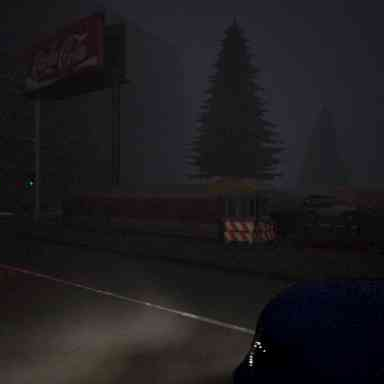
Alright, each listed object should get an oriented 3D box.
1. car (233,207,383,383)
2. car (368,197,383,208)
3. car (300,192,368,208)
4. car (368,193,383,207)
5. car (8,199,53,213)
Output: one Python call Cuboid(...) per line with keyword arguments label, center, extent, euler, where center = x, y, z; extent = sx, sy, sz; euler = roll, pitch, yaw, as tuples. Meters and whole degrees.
Cuboid(label="car", center=(2.989, 1.217, 1.860), extent=(5.566, 2.045, 2.150), euler=(-1, 0, 36))
Cuboid(label="car", center=(11.109, 1.338, 24.067), extent=(4.193, 1.474, 1.816), euler=(0, 0, 35))
Cuboid(label="car", center=(9.169, 1.148, 22.010), extent=(3.866, 1.878, 1.905), euler=(0, 0, 35))
Cuboid(label="car", center=(26.613, 1.285, 47.798), extent=(3.988, 1.617, 1.851), euler=(0, 0, 35))
Cuboid(label="car", center=(-17.839, 1.522, 36.861), extent=(1.812, 1.442, 4.674), euler=(0, 0, 35))
